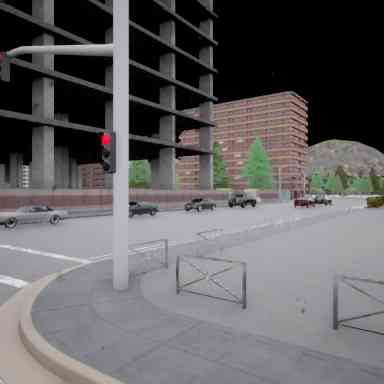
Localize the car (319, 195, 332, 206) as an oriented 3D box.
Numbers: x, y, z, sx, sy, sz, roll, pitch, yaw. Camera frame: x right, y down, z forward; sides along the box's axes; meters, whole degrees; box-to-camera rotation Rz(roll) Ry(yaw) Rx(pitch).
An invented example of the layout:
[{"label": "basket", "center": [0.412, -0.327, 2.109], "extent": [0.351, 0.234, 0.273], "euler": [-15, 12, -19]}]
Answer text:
[{"label": "car", "center": [21.736, 1.297, 55.218], "extent": [2.097, 1.767, 4.553], "euler": [0, 0, 35]}]

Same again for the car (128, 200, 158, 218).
[{"label": "car", "center": [-4.976, 1.470, 29.984], "extent": [1.812, 1.442, 4.674], "euler": [0, 0, 36]}]

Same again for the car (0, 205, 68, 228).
[{"label": "car", "center": [-10.755, 1.545, 21.855], "extent": [1.895, 1.301, 4.718], "euler": [0, 0, 35]}]

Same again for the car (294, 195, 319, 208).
[{"label": "car", "center": [16.033, 1.422, 47.183], "extent": [1.882, 1.535, 5.008], "euler": [0, 0, 35]}]

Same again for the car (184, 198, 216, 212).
[{"label": "car", "center": [1.023, 1.449, 38.446], "extent": [1.837, 1.490, 4.892], "euler": [0, 0, 35]}]

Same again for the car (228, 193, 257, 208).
[{"label": "car", "center": [7.251, 1.166, 47.155], "extent": [2.150, 2.045, 5.566], "euler": [0, 0, 35]}]
